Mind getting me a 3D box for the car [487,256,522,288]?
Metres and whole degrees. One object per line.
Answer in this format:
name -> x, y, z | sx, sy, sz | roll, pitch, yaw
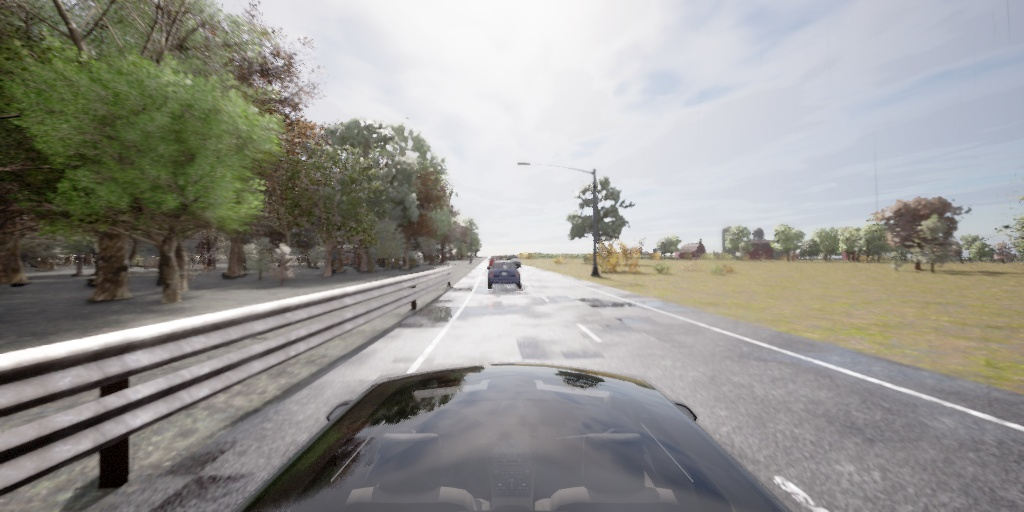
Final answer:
car -> -0.571, 1.108, 23.922 | 2.097, 1.767, 4.553 | 0, 0, -3
